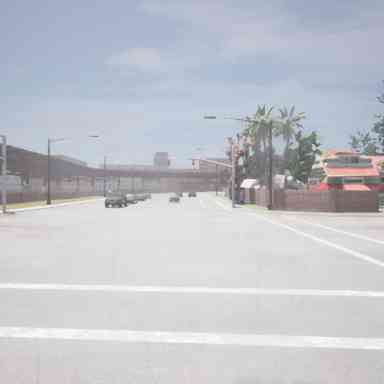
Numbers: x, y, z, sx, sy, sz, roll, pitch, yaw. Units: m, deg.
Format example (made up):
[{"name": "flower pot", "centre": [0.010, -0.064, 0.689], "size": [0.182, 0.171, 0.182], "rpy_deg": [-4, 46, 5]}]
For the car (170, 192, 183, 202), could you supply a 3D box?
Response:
[{"name": "car", "centre": [-3.337, 1.200, 65.165], "size": [1.895, 1.301, 4.718], "rpy_deg": [0, 1, 0]}]

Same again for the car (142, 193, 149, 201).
[{"name": "car", "centre": [-10.436, 1.142, 66.257], "size": [1.994, 1.385, 4.181], "rpy_deg": [0, 1, 0]}]

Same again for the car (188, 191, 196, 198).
[{"name": "car", "centre": [0.083, 0.519, 86.851], "size": [2.097, 1.767, 4.553], "rpy_deg": [0, 1, 0]}]

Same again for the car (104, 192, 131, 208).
[{"name": "car", "centre": [-10.510, 1.082, 46.417], "size": [2.150, 2.045, 5.566], "rpy_deg": [0, 1, 1]}]

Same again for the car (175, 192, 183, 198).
[{"name": "car", "centre": [-3.416, 0.709, 87.213], "size": [1.994, 1.385, 4.181], "rpy_deg": [0, 1, 0]}]

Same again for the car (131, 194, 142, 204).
[{"name": "car", "centre": [-10.446, 1.286, 56.539], "size": [2.033, 1.411, 5.357], "rpy_deg": [0, 1, 0]}]

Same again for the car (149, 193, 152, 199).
[{"name": "car", "centre": [-10.426, 0.897, 76.589], "size": [1.812, 1.442, 4.674], "rpy_deg": [0, 1, 0]}]
